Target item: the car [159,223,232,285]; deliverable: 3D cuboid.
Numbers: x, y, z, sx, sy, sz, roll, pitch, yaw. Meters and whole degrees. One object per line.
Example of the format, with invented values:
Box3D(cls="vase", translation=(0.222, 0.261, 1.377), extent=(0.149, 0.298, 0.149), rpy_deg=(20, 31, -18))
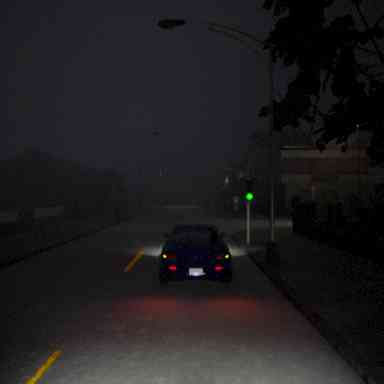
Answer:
Box3D(cls="car", translation=(0.095, 1.643, 9.760), extent=(1.812, 1.442, 4.674), rpy_deg=(0, -1, 0))
